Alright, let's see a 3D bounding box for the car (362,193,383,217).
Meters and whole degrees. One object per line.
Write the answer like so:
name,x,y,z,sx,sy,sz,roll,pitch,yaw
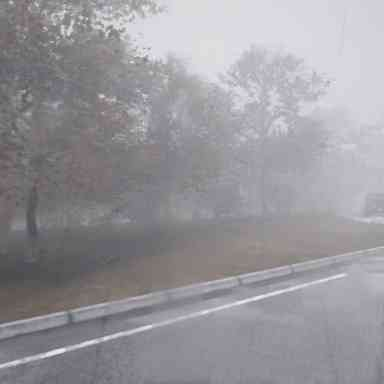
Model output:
car,16.748,1.126,30.119,2.150,2.045,5.566,-1,0,24
